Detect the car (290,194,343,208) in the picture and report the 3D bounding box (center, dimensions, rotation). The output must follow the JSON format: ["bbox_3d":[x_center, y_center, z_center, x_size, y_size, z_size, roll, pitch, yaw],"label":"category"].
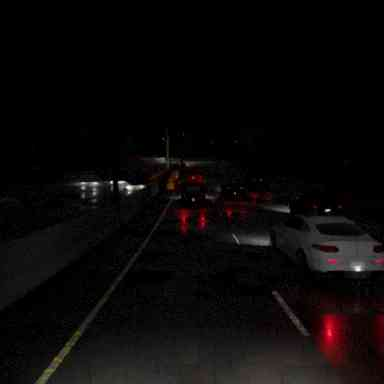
[{"bbox_3d":[7.094,0.777,19.332,1.994,1.385,4.181,0,4,0],"label":"car"}]

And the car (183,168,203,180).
[{"bbox_3d":[0.126,-1.901,40.876,2.150,2.045,5.566,0,7,0],"label":"car"}]

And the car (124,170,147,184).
[{"bbox_3d":[-7.012,-1.934,43.328,1.882,1.535,5.008,0,6,1],"label":"car"}]

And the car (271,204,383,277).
[{"bbox_3d":[3.598,1.318,9.512,1.812,1.442,4.674,0,2,0],"label":"car"}]

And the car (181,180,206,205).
[{"bbox_3d":[0.094,0.132,25.961,1.812,1.442,4.674,0,6,0],"label":"car"}]

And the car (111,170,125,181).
[{"bbox_3d":[-10.431,-2.522,48.922,2.033,1.411,5.357,0,7,1],"label":"car"}]

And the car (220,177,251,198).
[{"bbox_3d":[3.596,-0.372,30.176,2.128,1.511,4.902,0,7,0],"label":"car"}]

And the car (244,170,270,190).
[{"bbox_3d":[7.117,-1.444,36.980,2.150,2.045,5.566,0,7,0],"label":"car"}]

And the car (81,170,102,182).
[{"bbox_3d":[-13.964,-2.276,46.634,1.812,1.442,4.674,0,7,1],"label":"car"}]
